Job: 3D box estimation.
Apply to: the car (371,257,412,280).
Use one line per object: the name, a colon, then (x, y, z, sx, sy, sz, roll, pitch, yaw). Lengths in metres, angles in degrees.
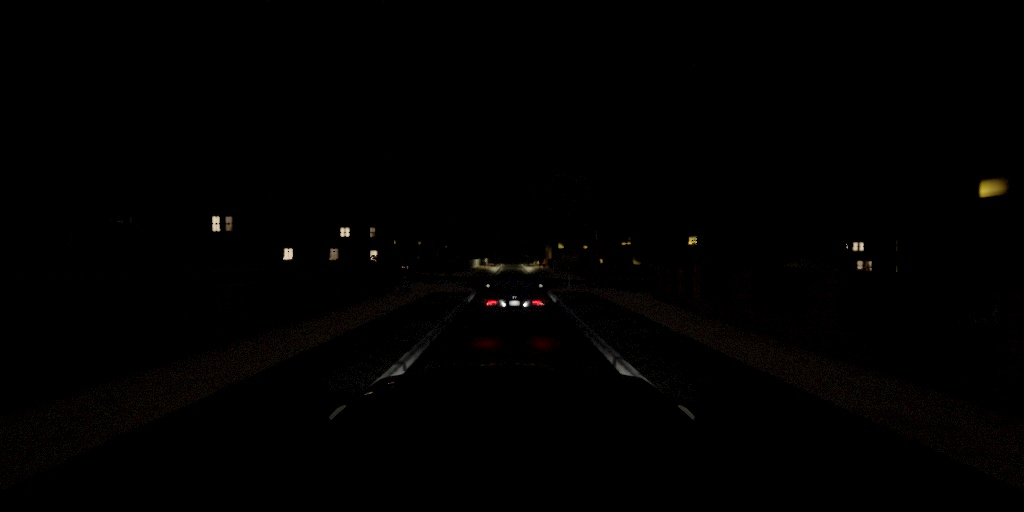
car: (-10.175, 0.837, 27.709, 4.553, 1.767, 2.097, 2, 1, 1)

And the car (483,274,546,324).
car: (0.078, 1.292, 11.943, 2.033, 1.411, 5.357, 0, 0, 0)

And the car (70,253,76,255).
car: (-31.103, 0.471, 24.634, 4.892, 1.490, 1.837, 2, 1, 0)
